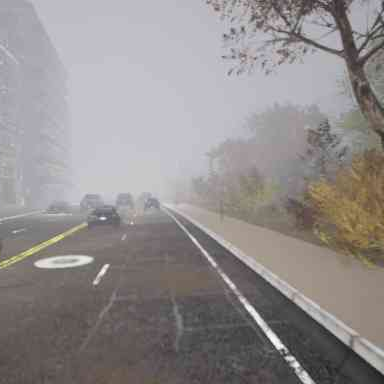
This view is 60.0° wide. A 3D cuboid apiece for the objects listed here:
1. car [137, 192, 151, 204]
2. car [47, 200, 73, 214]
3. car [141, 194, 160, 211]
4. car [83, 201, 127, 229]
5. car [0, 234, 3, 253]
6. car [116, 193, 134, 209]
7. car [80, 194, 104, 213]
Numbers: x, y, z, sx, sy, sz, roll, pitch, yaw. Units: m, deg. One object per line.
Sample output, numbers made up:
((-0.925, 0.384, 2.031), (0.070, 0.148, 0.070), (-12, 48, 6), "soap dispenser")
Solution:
((-8.217, 1.075, 59.196), (2.150, 2.045, 5.566), (-1, 0, -10), "car")
((-14.404, 1.620, 36.385), (1.994, 1.385, 4.181), (-1, 0, -9), "car")
((-4.791, 1.405, 39.120), (1.837, 1.490, 4.892), (-1, 1, -9), "car")
((-5.605, 1.554, 21.906), (1.994, 1.385, 4.181), (-1, 0, -7), "car")
((-7.660, 1.634, 10.303), (1.994, 1.385, 4.181), (-1, 0, -6), "car")
((-8.900, 1.158, 44.261), (2.150, 2.045, 5.566), (-1, 0, -9), "car")
((-11.413, 1.225, 38.338), (2.150, 2.045, 5.566), (-1, 0, -9), "car")
